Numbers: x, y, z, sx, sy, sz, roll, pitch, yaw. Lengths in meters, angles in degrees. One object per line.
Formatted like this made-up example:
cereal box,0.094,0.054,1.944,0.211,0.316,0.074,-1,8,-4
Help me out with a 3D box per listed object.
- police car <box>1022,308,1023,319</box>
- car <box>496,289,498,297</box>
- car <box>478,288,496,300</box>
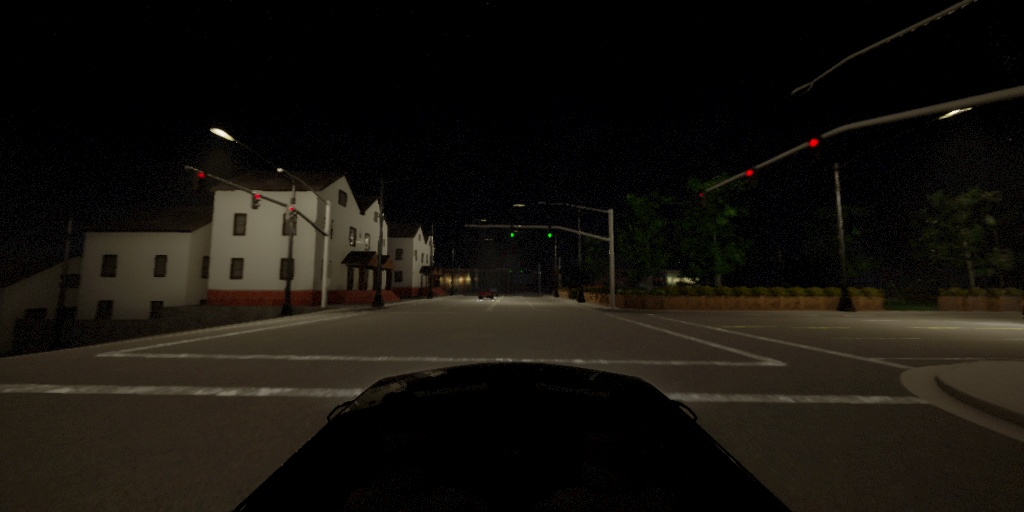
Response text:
police car,27.836,2.577,17.266,4.974,1.542,2.038,0,-5,1
car,-3.510,6.597,65.178,2.128,1.511,4.902,0,-5,0
car,-3.555,5.270,49.481,1.812,1.442,4.674,0,-5,0
